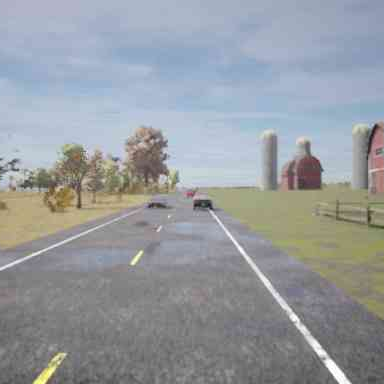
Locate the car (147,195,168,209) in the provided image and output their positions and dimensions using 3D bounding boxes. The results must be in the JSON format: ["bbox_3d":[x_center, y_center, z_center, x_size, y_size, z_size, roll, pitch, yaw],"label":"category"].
[{"bbox_3d":[-3.565,1.022,35.406,2.033,1.411,5.357,0,1,0],"label":"car"}]

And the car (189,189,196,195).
[{"bbox_3d":[0.020,-0.069,90.774,1.837,1.490,4.892,0,1,0],"label":"car"}]

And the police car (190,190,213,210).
[{"bbox_3d":[1.057,0.925,33.718,1.930,1.638,5.238,0,1,0],"label":"police car"}]

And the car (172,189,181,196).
[{"bbox_3d":[-3.484,0.109,76.530,1.837,1.490,4.892,0,1,0],"label":"car"}]

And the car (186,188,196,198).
[{"bbox_3d":[0.014,0.173,68.944,2.150,2.045,5.566,0,1,0],"label":"car"}]

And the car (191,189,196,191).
[{"bbox_3d":[1.059,0.802,43.798,1.801,1.575,5.366,0,1,0],"label":"car"}]
